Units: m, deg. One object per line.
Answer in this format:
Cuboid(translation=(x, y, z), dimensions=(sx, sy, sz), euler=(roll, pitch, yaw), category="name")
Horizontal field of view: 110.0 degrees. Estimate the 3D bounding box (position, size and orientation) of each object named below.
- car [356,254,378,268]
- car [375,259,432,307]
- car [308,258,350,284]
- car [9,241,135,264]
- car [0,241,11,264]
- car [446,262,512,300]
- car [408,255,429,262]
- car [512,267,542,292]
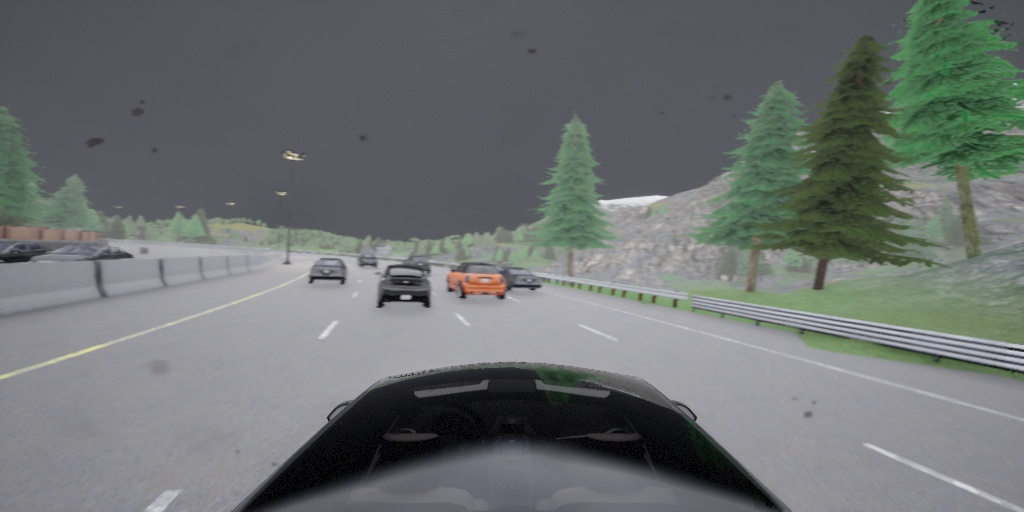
Cuboid(translation=(-16.593, 0.533, 41.059), dimensions=(2.128, 1.511, 4.902), euler=(3, 0, -30), category="car")
Cuboid(translation=(-4.306, 1.082, 14.207), dimensions=(1.837, 1.490, 4.892), euler=(4, 0, -19), category="car")
Cuboid(translation=(-10.586, 0.819, 20.877), dimensions=(2.033, 1.411, 5.357), euler=(3, 0, -23), category="car")
Cuboid(translation=(-20.983, 0.198, 17.738), dimensions=(2.128, 1.511, 4.902), euler=(3, 0, -23), category="car")
Cuboid(translation=(-24.553, 0.004, 17.218), dimensions=(2.128, 1.511, 4.902), euler=(3, 0, -23), category="car")
Cuboid(translation=(-1.892, 1.070, 17.677), dimensions=(2.097, 1.767, 4.553), euler=(3, 0, -20), category="car")
Cuboid(translation=(-9.419, 0.747, 35.123), dimensions=(2.097, 1.767, 4.553), euler=(3, 0, -27), category="car")
Cuboid(translation=(0.025, 1.390, 22.579), dimensions=(2.033, 1.411, 5.357), euler=(3, 0, -22), category="car")
